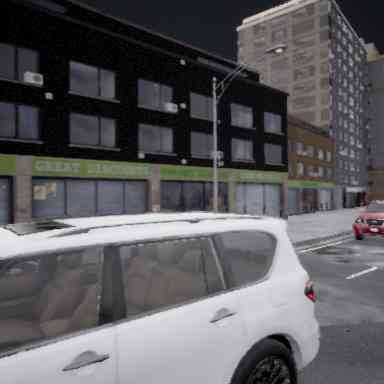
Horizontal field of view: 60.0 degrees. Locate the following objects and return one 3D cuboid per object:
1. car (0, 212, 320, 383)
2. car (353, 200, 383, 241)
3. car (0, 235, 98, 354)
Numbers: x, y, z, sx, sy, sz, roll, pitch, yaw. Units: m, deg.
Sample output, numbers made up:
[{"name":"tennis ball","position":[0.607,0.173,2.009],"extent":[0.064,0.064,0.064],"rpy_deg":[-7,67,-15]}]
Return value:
[{"name":"car","position":[-1.172,1.261,2.944],"extent":[5.566,2.045,2.150],"rpy_deg":[0,-1,-36]},{"name":"car","position":[10.435,1.445,17.601],"extent":[2.150,2.045,5.566],"rpy_deg":[-1,-1,44]},{"name":"car","position":[-4.012,1.608,4.980],"extent":[4.674,1.442,1.812],"rpy_deg":[1,-1,-36]}]
